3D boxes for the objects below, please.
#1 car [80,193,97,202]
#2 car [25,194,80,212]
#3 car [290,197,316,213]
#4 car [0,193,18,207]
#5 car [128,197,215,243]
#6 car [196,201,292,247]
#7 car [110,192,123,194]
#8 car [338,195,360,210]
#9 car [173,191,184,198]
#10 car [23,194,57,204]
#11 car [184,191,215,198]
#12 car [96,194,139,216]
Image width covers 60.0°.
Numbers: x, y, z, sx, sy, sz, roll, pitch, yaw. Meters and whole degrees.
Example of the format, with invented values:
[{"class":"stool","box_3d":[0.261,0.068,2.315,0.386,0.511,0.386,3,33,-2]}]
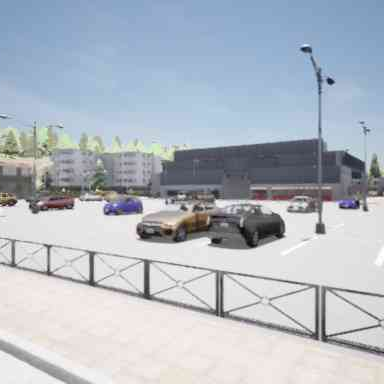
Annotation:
[{"class":"car","box_3d":[-17.478,0.961,57.459,1.970,1.475,3.806,0,0,33]},{"class":"car","box_3d":[-14.217,1.149,33.948,2.007,1.523,4.514,0,0,33]},{"class":"car","box_3d":[10.154,1.179,30.891,1.970,1.475,3.806,0,0,33]},{"class":"car","box_3d":[-24.195,0.936,41.437,1.932,1.855,4.605,0,0,33]},{"class":"car","box_3d":[-0.305,1.243,15.430,2.152,1.636,5.027,0,0,33]},{"class":"car","box_3d":[2.336,1.254,13.736,2.007,1.523,4.514,0,0,33]},{"class":"car","box_3d":[-11.955,0.884,54.174,2.152,1.636,5.027,0,0,33]},{"class":"car","box_3d":[16.745,1.123,35.419,1.845,1.501,3.633,0,0,33]},{"class":"car","box_3d":[-1.302,0.815,47.088,1.905,1.878,3.866,0,0,33]},{"class":"car","box_3d":[-24.431,1.069,53.618,2.007,1.523,4.514,0,0,33]},{"class":"car","box_3d":[1.346,0.835,45.823,1.932,1.855,4.605,0,0,33]},{"class":"car","box_3d":[-5.919,1.177,28.379,1.845,1.501,3.633,0,0,33]}]
